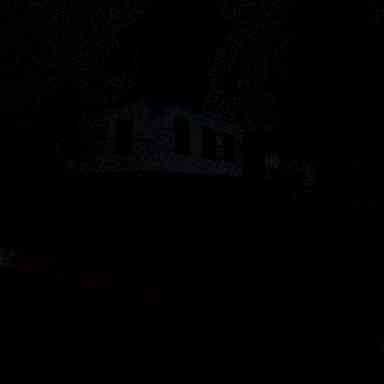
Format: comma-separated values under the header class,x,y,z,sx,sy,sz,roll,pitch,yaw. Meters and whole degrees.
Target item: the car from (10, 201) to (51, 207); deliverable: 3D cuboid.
class,x,y,z,sx,sy,sz,roll,pitch,yaw
car,-14.724,1.523,29.203,2.033,1.411,5.357,0,0,29
